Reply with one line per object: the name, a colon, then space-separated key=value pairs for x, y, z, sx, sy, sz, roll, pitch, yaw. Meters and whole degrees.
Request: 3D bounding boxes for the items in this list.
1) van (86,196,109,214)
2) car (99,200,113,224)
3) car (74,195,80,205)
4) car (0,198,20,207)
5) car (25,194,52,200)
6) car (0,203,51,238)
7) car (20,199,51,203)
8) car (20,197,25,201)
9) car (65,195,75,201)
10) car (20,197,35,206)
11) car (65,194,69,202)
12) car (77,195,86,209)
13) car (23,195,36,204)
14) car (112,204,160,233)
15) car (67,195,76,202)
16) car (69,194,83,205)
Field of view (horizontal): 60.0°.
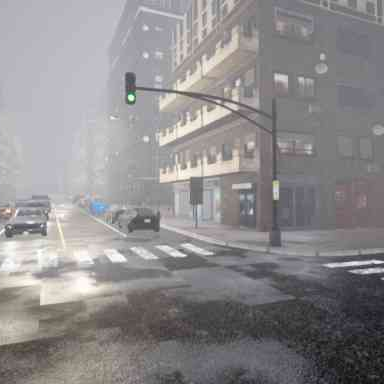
van: x=-9.812 y=1.358 z=35.137 sx=1.690 sy=1.788 sz=3.998 roll=1 pitch=0 yaw=-23
car: x=-5.390 y=1.562 z=24.755 sx=2.008 sy=1.369 sz=4.403 roll=1 pitch=0 yaw=-23
car: x=-16.455 y=1.607 z=50.707 sx=1.802 sy=1.307 sz=4.206 roll=1 pitch=0 yaw=-23
car: x=-15.310 y=1.450 z=26.659 sx=1.967 sy=1.590 sz=4.097 roll=1 pitch=0 yaw=-23
car: x=-16.961 y=1.238 z=37.195 sx=2.150 sy=2.045 sz=5.566 roll=0 pitch=0 yaw=-22
car: x=-8.902 y=1.555 z=18.192 sx=2.033 sy=1.411 sz=5.357 roll=0 pitch=0 yaw=-23
car: x=-12.779 y=1.537 z=27.305 sx=1.812 sy=1.442 sz=4.674 roll=0 pitch=0 yaw=-23
car: x=-24.163 y=1.566 z=47.421 sx=1.887 sy=1.381 sz=4.507 roll=1 pitch=0 yaw=-23
car: x=-31.946 y=1.600 z=87.041 sx=2.008 sy=1.369 sz=4.403 roll=1 pitch=0 yaw=-23
car: x=-28.589 y=1.579 z=57.802 sx=2.008 sy=1.369 sz=4.403 roll=1 pitch=0 yaw=-23
car: x=-27.520 y=1.593 z=76.660 sx=2.008 sy=1.369 sz=4.403 roll=1 pitch=0 yaw=-23
car: x=-14.308 y=1.547 z=45.673 sx=1.752 sy=1.417 sz=4.829 roll=1 pitch=0 yaw=-23
car: x=-30.801 y=1.472 z=62.993 sx=1.967 sy=1.590 sz=4.097 roll=1 pitch=0 yaw=-23
car: x=-3.177 y=1.575 z=19.564 sx=1.947 sy=1.339 sz=4.313 roll=1 pitch=0 yaw=-23
car: x=-29.800 y=1.571 z=82.008 sx=1.752 sy=1.417 sz=4.829 roll=1 pitch=0 yaw=-23
car: x=-20.877 y=1.347 z=61.089 sx=2.192 sy=1.841 sz=5.009 roll=1 pitch=0 yaw=-23
